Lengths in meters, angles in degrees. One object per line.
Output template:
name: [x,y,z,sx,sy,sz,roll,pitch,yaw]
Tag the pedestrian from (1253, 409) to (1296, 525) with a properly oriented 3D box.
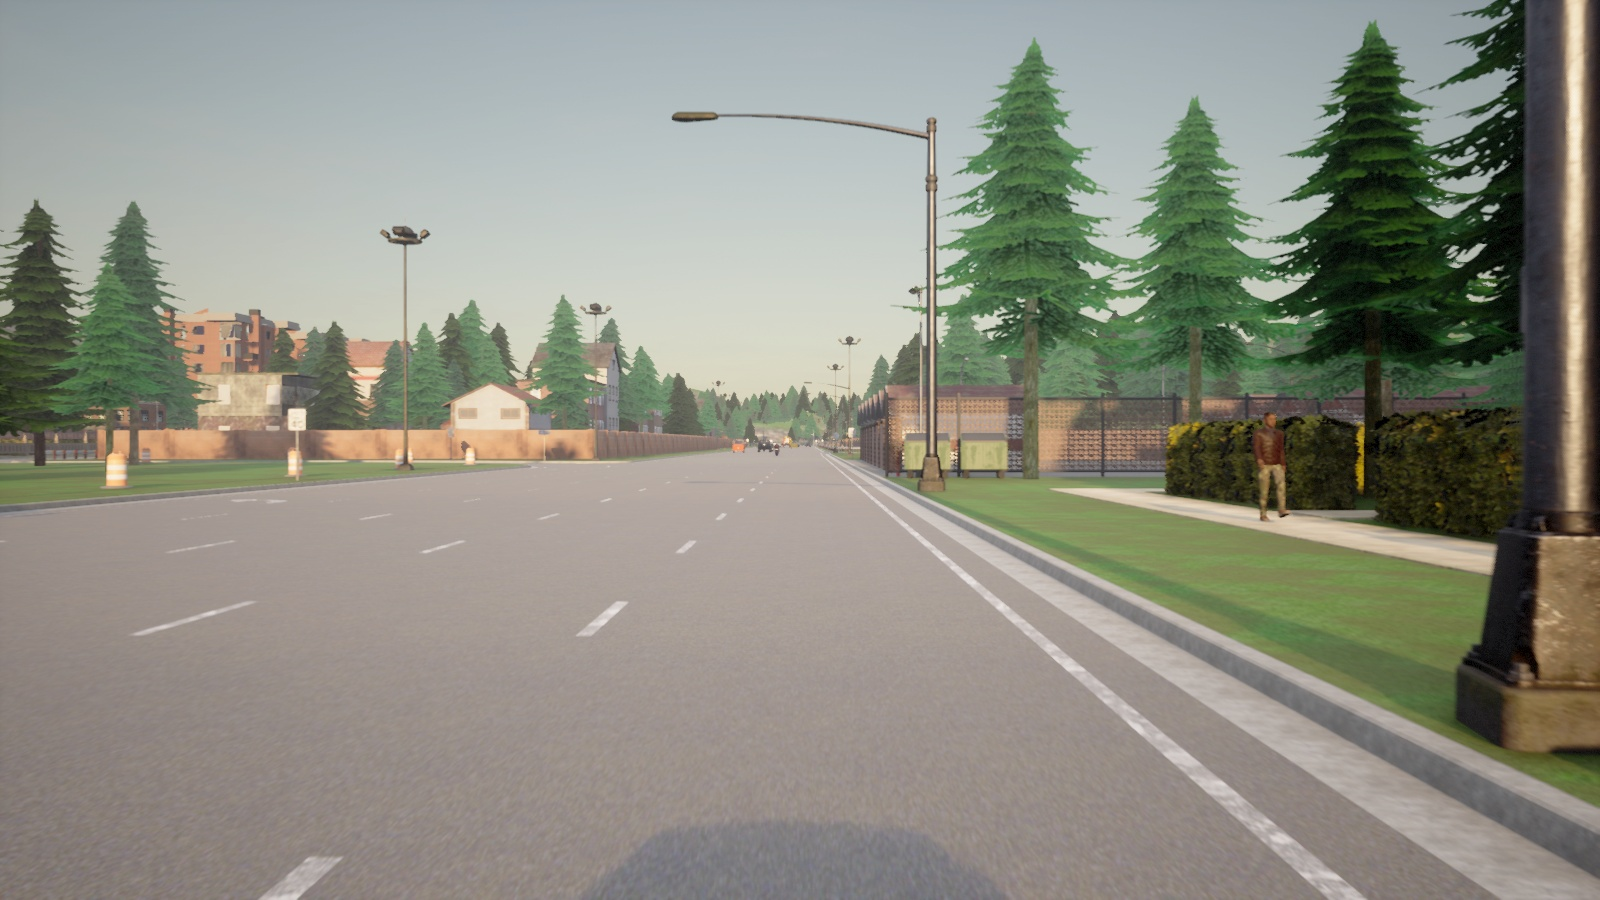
pedestrian: [7.646,0.267,20.269,0.431,1.840,0.703,0,0,1]
